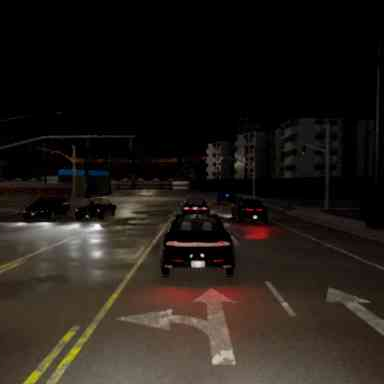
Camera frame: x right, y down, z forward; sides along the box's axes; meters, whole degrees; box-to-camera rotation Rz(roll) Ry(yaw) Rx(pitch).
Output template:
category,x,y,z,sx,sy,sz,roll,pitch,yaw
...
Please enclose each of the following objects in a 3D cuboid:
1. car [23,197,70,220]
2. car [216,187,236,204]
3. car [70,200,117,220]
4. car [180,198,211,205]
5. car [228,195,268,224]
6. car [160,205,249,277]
category,x,y,z,sx,sy,sz,roll,pitch,yaw
car,-10.384,1.173,24.148,1.837,1.490,4.892,0,1,0
car,4.212,0.418,41.195,2.150,2.045,5.566,0,2,3
car,-6.882,1.244,24.102,1.895,1.301,4.718,0,1,0
car,0.211,1.165,22.300,2.128,1.511,4.902,0,1,0
car,3.708,1.191,21.902,1.837,1.490,4.892,0,1,0
car,0.146,1.363,9.834,2.128,1.511,4.902,0,1,0
